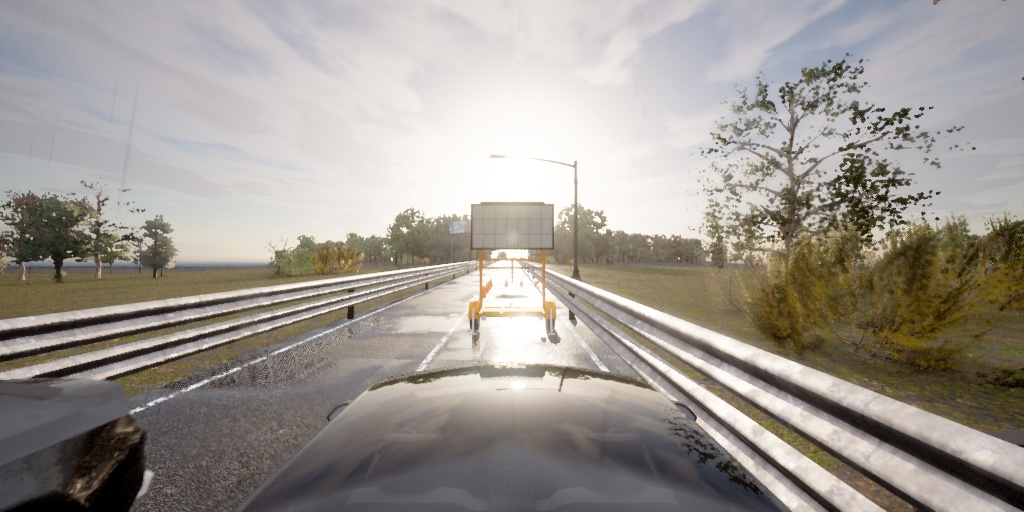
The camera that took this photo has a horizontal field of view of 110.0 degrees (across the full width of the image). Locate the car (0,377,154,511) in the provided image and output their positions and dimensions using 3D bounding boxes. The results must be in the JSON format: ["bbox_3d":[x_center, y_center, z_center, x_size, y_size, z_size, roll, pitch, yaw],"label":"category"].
[{"bbox_3d":[-3.250,1.240,0.213,2.128,1.511,4.902,0,0,0],"label":"car"}]

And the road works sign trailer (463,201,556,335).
[{"bbox_3d":[0.014,0.219,10.491,2.380,3.560,2.880,0,0,0],"label":"road works sign trailer"}]
